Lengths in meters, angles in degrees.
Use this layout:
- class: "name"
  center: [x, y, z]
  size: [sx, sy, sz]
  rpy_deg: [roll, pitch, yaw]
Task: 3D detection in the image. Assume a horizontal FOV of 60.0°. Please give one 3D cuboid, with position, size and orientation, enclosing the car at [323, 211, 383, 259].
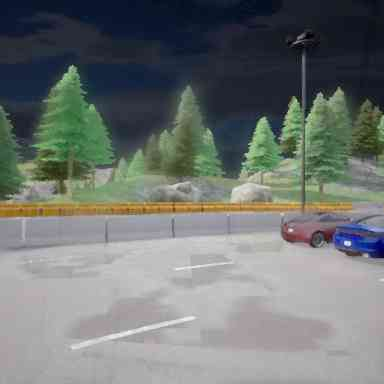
- class: "car"
  center: [7.161, 1.433, 11.154]
  size: [5.008, 1.535, 1.882]
  rpy_deg: [0, 0, -20]

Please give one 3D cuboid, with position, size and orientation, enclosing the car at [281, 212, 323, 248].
- class: "car"
  center: [5.987, 1.545, 14.451]
  size: [4.181, 1.385, 1.994]
  rpy_deg: [0, 0, -20]
